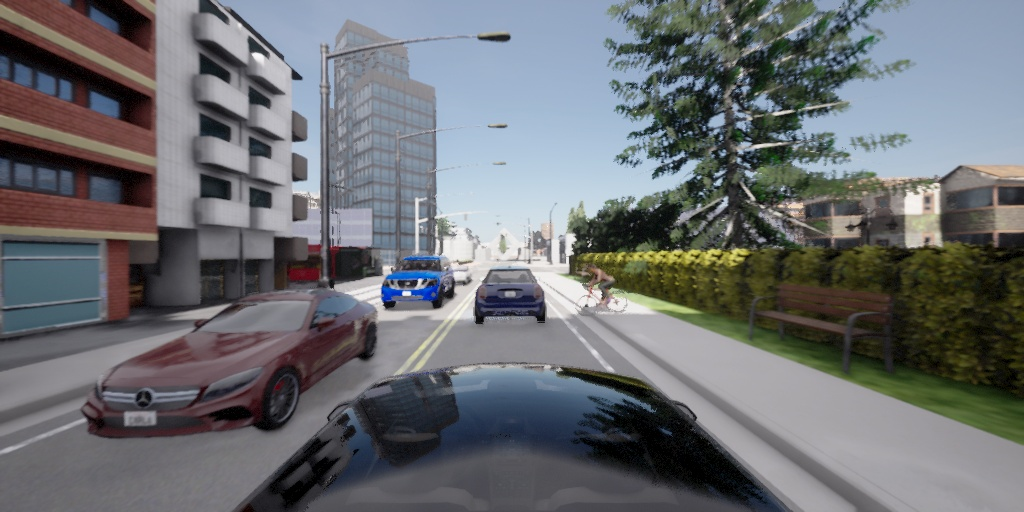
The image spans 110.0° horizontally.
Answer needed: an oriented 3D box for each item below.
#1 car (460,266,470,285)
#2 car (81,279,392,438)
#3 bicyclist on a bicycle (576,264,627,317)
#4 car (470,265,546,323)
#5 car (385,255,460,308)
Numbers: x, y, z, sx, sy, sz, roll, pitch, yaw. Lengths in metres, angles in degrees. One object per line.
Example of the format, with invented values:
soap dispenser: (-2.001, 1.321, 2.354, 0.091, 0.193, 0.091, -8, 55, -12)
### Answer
car: (-3.990, 1.369, 25.961, 1.895, 1.301, 4.718, 0, 0, -1)
car: (-3.624, 1.299, 5.765, 1.812, 1.442, 4.674, 0, 0, -1)
bicyclist on a bicycle: (2.779, 1.064, 11.323, 1.656, 1.620, 0.582, -6, 0, -1)
car: (-0.080, 1.099, 12.276, 2.097, 1.767, 4.553, 0, 0, -1)
car: (-3.828, 0.993, 15.624, 2.150, 2.045, 5.566, 0, 0, -1)
